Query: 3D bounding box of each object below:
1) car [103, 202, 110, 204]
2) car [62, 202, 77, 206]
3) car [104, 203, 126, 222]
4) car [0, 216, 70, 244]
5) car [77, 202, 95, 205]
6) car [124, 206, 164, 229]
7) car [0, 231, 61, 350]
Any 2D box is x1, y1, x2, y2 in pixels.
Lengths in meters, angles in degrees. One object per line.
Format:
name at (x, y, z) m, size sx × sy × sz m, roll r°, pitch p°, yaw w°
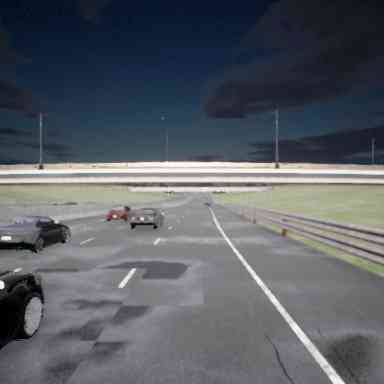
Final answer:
car at (-15.688, 2.619, 61.441) m, size 1.994 × 1.385 × 4.181 m, roll 0°, pitch -2°, yaw 3°
car at (-22.659, 2.565, 62.001) m, size 1.837 × 1.490 × 4.892 m, roll 0°, pitch -1°, yaw 3°
car at (-6.445, 1.939, 30.461) m, size 1.812 × 1.442 × 4.674 m, roll 0°, pitch -1°, yaw 2°
car at (-6.858, 1.712, 14.367) m, size 1.994 × 1.385 × 4.181 m, roll 0°, pitch -1°, yaw 0°
car at (-19.162, 2.594, 61.983) m, size 1.812 × 1.442 × 4.674 m, roll 0°, pitch -2°, yaw 3°
car at (-3.171, 1.846, 24.168) m, size 2.033 × 1.411 × 5.357 m, roll 0°, pitch -1°, yaw 2°
car at (-3.413, 1.509, 3.615) m, size 1.882 × 1.535 × 5.008 m, roll 0°, pitch 0°, yaw 0°
